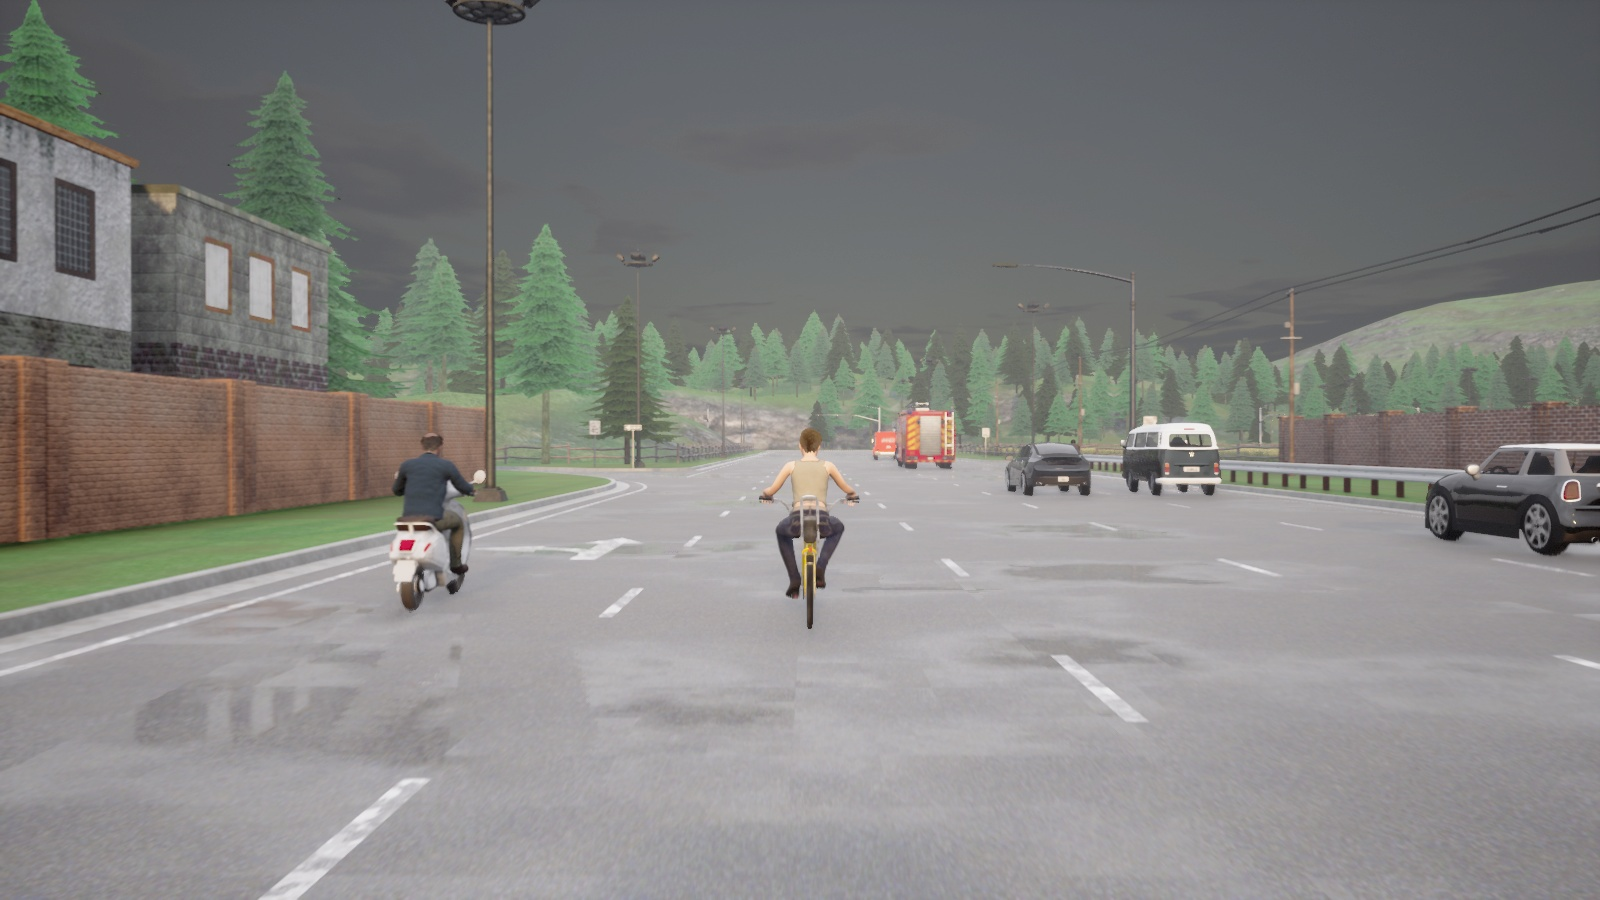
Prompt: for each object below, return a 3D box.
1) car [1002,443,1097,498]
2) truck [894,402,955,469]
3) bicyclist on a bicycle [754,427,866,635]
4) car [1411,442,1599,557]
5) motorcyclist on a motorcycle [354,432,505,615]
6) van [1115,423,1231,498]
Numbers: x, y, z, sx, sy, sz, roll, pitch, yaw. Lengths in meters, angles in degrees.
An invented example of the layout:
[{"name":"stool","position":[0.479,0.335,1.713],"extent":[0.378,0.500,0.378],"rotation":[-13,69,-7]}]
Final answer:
[{"name":"car","position":[7.223,0.550,36.814],"extent":[1.837,1.490,4.892],"rotation":[0,0,0]},{"name":"truck","position":[7.444,-0.840,76.005],"extent":[2.891,3.827,8.468],"rotation":[0,0,0]},{"name":"bicyclist on a bicycle","position":[0.079,0.624,10.467],"extent":[0.866,1.612,1.509],"rotation":[0,0,0]},{"name":"car","position":[10.616,0.620,17.895],"extent":[1.970,1.475,3.806],"rotation":[0,0,0]},{"name":"motorcyclist on a motorcycle","position":[-3.418,0.631,11.768],"extent":[0.866,1.590,1.817],"rotation":[0,0,0]},{"name":"van","position":[10.721,0.273,36.456],"extent":[2.069,2.038,4.480],"rotation":[0,0,0]}]
